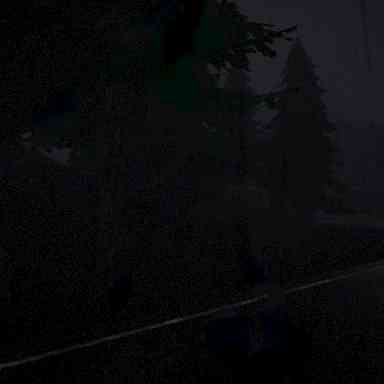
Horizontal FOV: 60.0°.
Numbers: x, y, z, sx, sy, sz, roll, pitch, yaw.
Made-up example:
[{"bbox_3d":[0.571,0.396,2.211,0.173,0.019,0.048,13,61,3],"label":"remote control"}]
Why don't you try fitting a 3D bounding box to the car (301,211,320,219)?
[{"bbox_3d":[8.611,1.489,28.626,1.837,1.490,4.892,0,0,-35],"label":"car"}]
